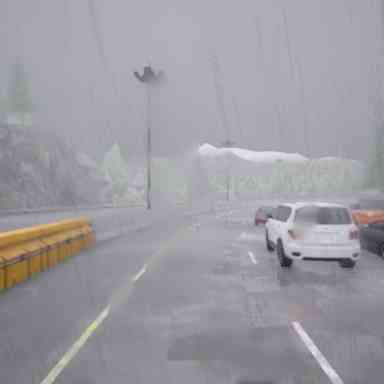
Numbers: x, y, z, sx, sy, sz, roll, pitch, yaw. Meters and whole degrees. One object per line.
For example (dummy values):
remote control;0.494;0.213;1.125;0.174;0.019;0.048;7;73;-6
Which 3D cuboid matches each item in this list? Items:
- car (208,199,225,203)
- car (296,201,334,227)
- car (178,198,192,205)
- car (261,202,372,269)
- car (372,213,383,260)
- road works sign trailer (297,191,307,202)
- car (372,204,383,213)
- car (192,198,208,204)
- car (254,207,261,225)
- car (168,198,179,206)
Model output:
car;5.535;2.349;68.465;1.895;1.301;4.718;0;-1;26
car;9.469;1.638;25.988;2.097;1.767;4.553;0;-1;12
car;-0.513;2.387;72.017;1.895;1.301;4.718;0;-1;26
car;3.958;1.357;11.827;2.150;2.045;5.566;0;0;5
car;7.552;1.703;12.419;1.994;1.385;4.181;0;-1;6
road works sign trailer;28.875;1.414;86.398;2.380;3.560;2.880;-1;-1;39
car;12.915;1.631;25.371;2.097;1.767;4.553;0;-1;12
car;2.525;2.128;70.282;2.097;1.767;4.553;0;-1;26
car;6.057;1.860;26.768;1.994;1.385;4.181;0;-1;12
car;-3.506;2.168;73.869;2.097;1.767;4.553;0;-1;26
